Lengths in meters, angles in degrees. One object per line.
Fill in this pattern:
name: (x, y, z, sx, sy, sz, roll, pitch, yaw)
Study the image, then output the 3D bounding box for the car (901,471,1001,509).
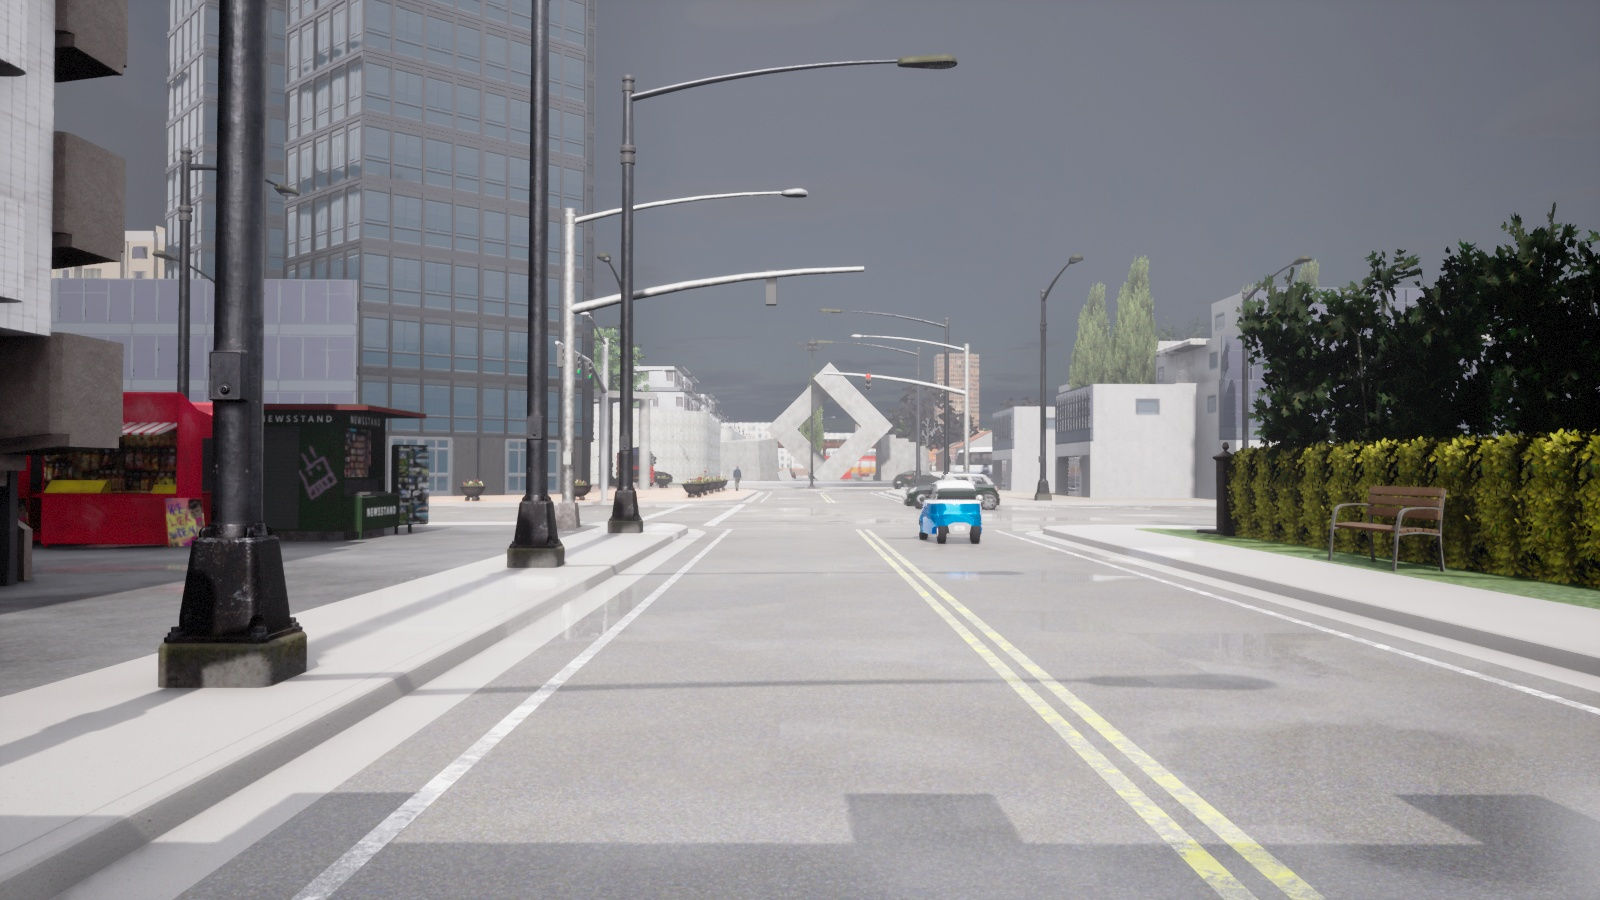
car: (6.094, 1.616, 51.069, 3.806, 1.475, 1.970, 0, -1, -1)

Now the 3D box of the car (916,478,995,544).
car: (3.429, 1.324, 27.981, 1.481, 1.376, 2.207, 0, -1, 0)
